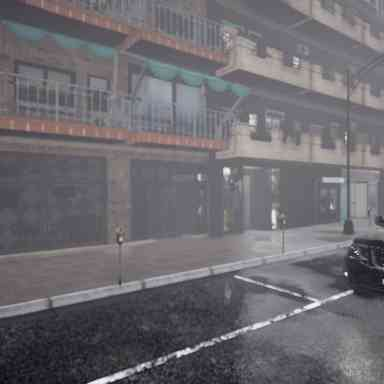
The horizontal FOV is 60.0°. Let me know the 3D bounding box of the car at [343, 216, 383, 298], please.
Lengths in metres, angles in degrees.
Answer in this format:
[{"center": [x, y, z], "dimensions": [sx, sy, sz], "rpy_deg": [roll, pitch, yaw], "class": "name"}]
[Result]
[{"center": [5.550, 1.095, 7.122], "dimensions": [5.566, 2.045, 2.150], "rpy_deg": [-1, 1, -36], "class": "car"}]
